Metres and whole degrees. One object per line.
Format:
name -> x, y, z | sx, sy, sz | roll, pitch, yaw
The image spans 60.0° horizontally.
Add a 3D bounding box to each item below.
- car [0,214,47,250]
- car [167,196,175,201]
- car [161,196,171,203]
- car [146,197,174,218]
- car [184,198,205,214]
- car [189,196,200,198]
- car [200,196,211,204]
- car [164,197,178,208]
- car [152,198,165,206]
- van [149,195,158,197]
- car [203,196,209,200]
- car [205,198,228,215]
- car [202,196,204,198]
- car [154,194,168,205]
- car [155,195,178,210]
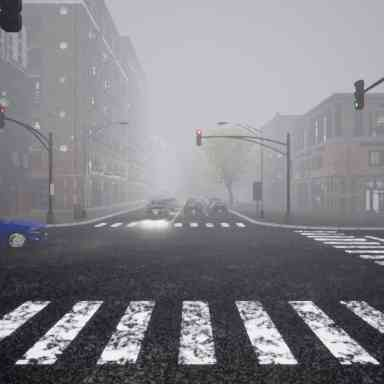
car -> -8.591, 1.469, 13.464 | 5.008, 1.535, 1.882 | 0, 0, -12
car -> -5.701, 1.687, 90.429 | 1.752, 1.417, 4.829 | 0, 0, 0
car -> -5.698, 1.663, 73.508 | 2.008, 1.369, 4.403 | 0, 0, 0
car -> -3.104, 1.516, 30.840 | 2.128, 1.511, 4.902 | 0, 0, 0
car -> 0.123, 1.634, 36.007 | 1.895, 1.301, 4.718 | 0, 0, 0
car -> 0.012, 1.646, 61.681 | 1.994, 1.385, 4.181 | 0, 0, 0
car -> 2.683, 1.537, 67.811 | 1.967, 1.590, 4.097 | 0, 0, 0
car -> -3.091, 1.583, 50.386 | 1.812, 1.442, 4.674 | 0, 0, 0
car -> -5.697, 1.651, 56.418 | 1.802, 1.307, 4.206 | 0, 0, 0
van -> -5.697, 1.399, 50.721 | 1.690, 1.788, 3.998 | 0, 0, 0
car -> 2.686, 1.479, 39.327 | 1.967, 1.590, 4.097 | 0, 0, 0
car -> 2.686, 1.580, 33.630 | 2.008, 1.369, 4.403 | 0, 0, 0
car -> 2.685, 1.488, 45.023 | 1.967, 1.590, 4.097 | 0, 0, 0
car -> -5.698, 1.397, 62.115 | 2.192, 1.841, 5.009 | 0, 0, 0
car -> -3.097, 1.518, 40.288 | 1.882, 1.535, 5.008 | 0, 0, 0
